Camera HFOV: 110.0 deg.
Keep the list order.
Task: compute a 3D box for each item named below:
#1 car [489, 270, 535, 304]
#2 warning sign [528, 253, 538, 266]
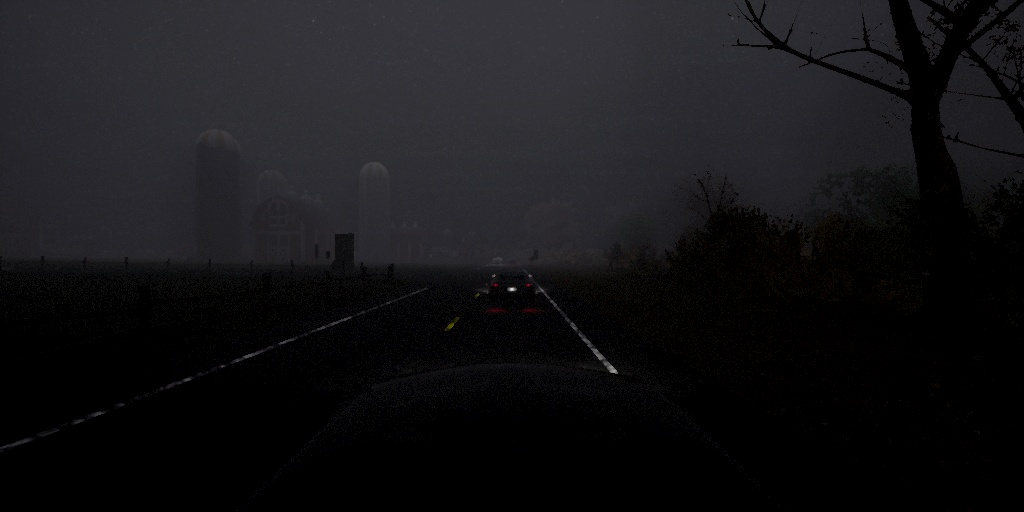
[{"bbox_3d":[0.000,1.320,16.502,1.994,1.385,4.181,0,0,0],"label":"car"},{"bbox_3d":[3.550,0.847,64.462,1.300,1.860,1.060,0,0,0],"label":"warning sign"}]
